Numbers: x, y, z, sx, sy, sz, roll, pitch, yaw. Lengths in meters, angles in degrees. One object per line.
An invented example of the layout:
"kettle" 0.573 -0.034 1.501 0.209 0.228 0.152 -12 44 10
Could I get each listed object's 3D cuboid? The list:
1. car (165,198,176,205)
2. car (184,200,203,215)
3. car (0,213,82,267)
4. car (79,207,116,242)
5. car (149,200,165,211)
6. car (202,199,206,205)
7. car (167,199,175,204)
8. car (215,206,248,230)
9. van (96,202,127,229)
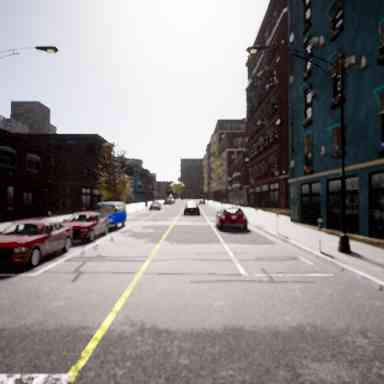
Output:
"car" -5.684 2.346 80.196 1.967 1.590 4.097 1 -1 0
"car" -0.004 2.015 40.049 1.994 1.385 4.181 0 -1 0
"car" -5.754 1.680 11.964 1.887 1.381 4.507 1 -1 0
"car" -5.679 1.744 17.645 1.887 1.381 4.507 1 -1 0
"car" -5.683 2.165 51.763 1.802 1.307 4.206 1 -1 0
"car" 2.694 2.500 86.114 1.752 1.417 4.829 1 -1 0
"car" -5.688 2.603 91.568 1.947 1.339 4.313 1 -1 0
"car" 2.703 1.704 23.395 1.967 1.590 4.097 1 -1 0
"van" -5.675 1.604 23.334 1.690 1.788 3.998 1 -1 0
